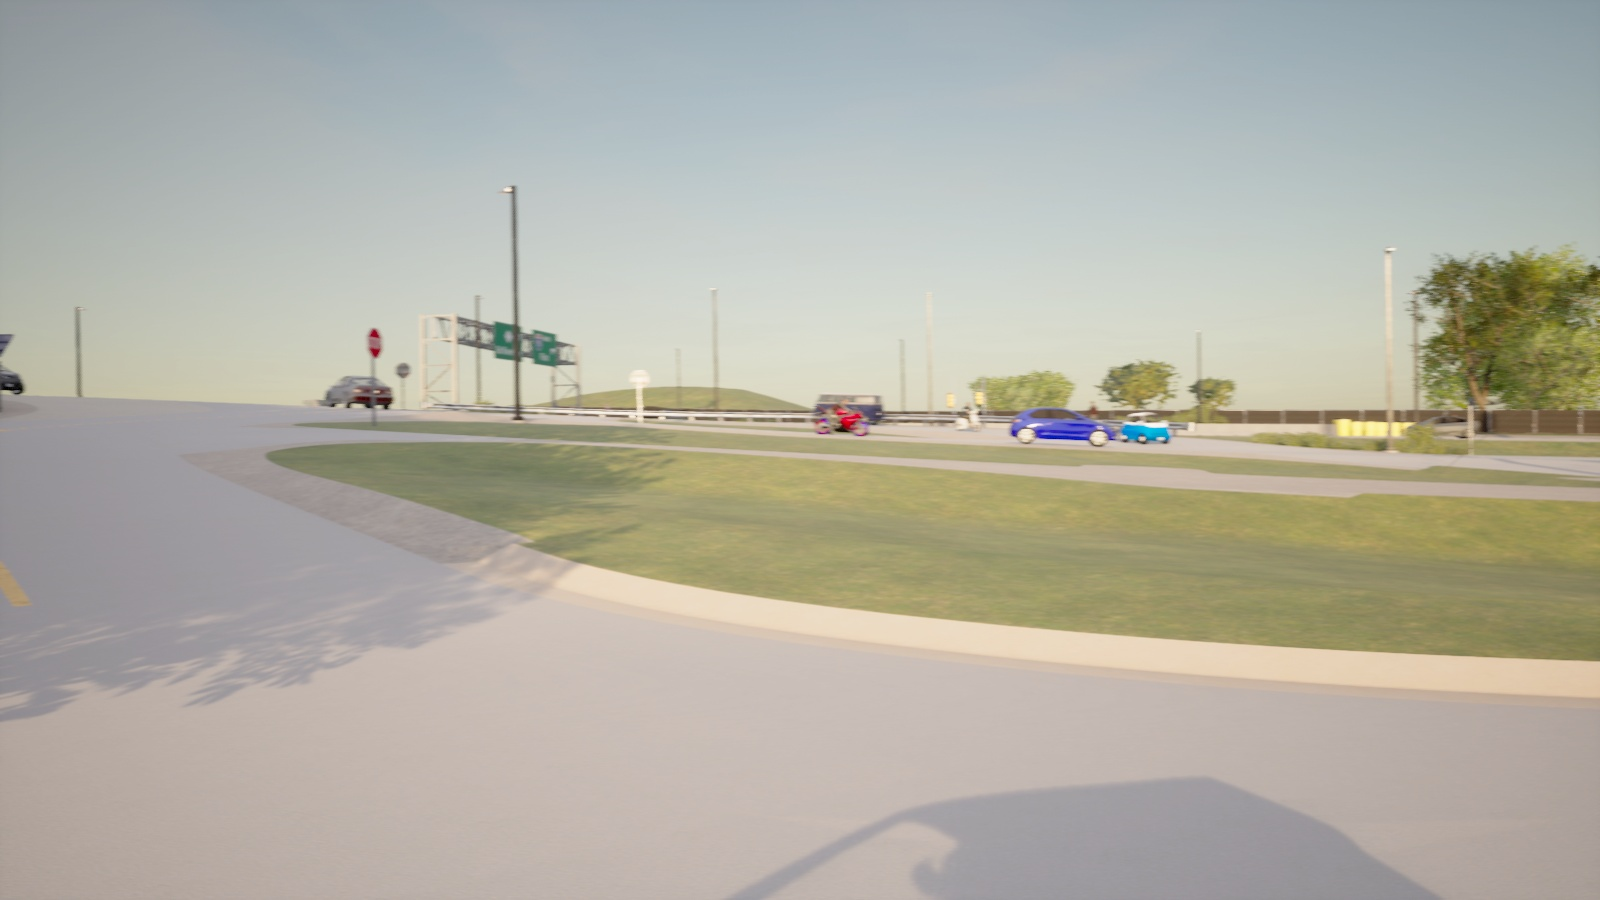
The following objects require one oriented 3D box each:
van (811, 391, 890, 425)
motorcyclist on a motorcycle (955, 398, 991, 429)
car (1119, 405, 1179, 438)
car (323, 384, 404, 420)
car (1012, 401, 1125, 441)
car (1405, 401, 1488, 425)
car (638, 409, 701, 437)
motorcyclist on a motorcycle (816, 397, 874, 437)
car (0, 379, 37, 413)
[{"bbox_3d":[3.093,-2.576,76.889,4.442,1.987,1.775,1,2,27],"label":"van"},{"bbox_3d":[9.153,-1.933,66.586,0.866,1.590,1.817,-3,4,-35],"label":"motorcyclist on a motorcycle"},{"bbox_3d":[15.371,-1.288,55.412,1.481,1.376,2.207,-3,3,-25],"label":"car"},{"bbox_3d":[-18.786,-2.056,53.920,2.033,1.411,5.357,1,1,-33],"label":"car"},{"bbox_3d":[10.421,-1.124,49.017,4.193,1.474,1.816,1,1,9],"label":"car"},{"bbox_3d":[43.243,-2.457,84.117,4.514,1.525,2.007,-1,1,10],"label":"car"},{"bbox_3d":[-8.938,-1.860,86.302,3.866,1.878,1.905,-1,1,10],"label":"car"},{"bbox_3d":[1.816,-1.327,50.595,2.191,1.530,0.866,2,1,11],"label":"motorcyclist on a motorcycle"},{"bbox_3d":[-36.866,-2.465,57.378,3.633,1.501,1.845,1,1,29],"label":"car"}]
